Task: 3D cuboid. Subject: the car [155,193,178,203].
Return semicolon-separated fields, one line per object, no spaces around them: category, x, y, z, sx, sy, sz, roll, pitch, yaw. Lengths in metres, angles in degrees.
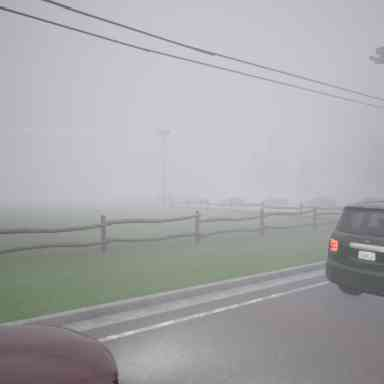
car;-5.816;1.224;70.045;2.150;2.045;5.566;0;0;-34

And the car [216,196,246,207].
car;6.330;1.504;52.139;1.837;1.490;4.892;0;0;-34

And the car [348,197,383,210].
car;23.773;1.504;44.530;1.837;1.490;4.892;0;0;-32

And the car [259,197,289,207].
car;12.195;1.490;49.643;2.128;1.511;4.902;0;0;-33

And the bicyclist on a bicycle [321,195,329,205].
bicyclist on a bicycle;22.034;1.301;55.016;0.582;1.620;1.656;0;0;43

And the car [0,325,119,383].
car;-2.717;1.526;1.887;4.674;1.442;1.812;0;0;-34

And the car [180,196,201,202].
car;-0.441;1.539;74.578;2.033;1.411;5.357;0;0;-34

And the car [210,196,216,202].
car;4.868;1.523;72.960;1.812;1.442;4.674;0;0;-34

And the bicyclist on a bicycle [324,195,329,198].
bicyclist on a bicycle;22.171;1.301;54.468;1.656;1.620;0.582;0;0;-44

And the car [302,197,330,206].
car;17.963;1.504;47.206;1.837;1.490;4.892;0;0;-33

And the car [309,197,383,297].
car;5.322;1.221;7.399;5.566;2.045;2.150;0;0;-34

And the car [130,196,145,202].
car;-11.906;1.524;72.809;2.128;1.511;4.902;0;0;-34

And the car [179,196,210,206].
car;0.337;1.504;54.792;1.837;1.490;4.892;0;0;-34
